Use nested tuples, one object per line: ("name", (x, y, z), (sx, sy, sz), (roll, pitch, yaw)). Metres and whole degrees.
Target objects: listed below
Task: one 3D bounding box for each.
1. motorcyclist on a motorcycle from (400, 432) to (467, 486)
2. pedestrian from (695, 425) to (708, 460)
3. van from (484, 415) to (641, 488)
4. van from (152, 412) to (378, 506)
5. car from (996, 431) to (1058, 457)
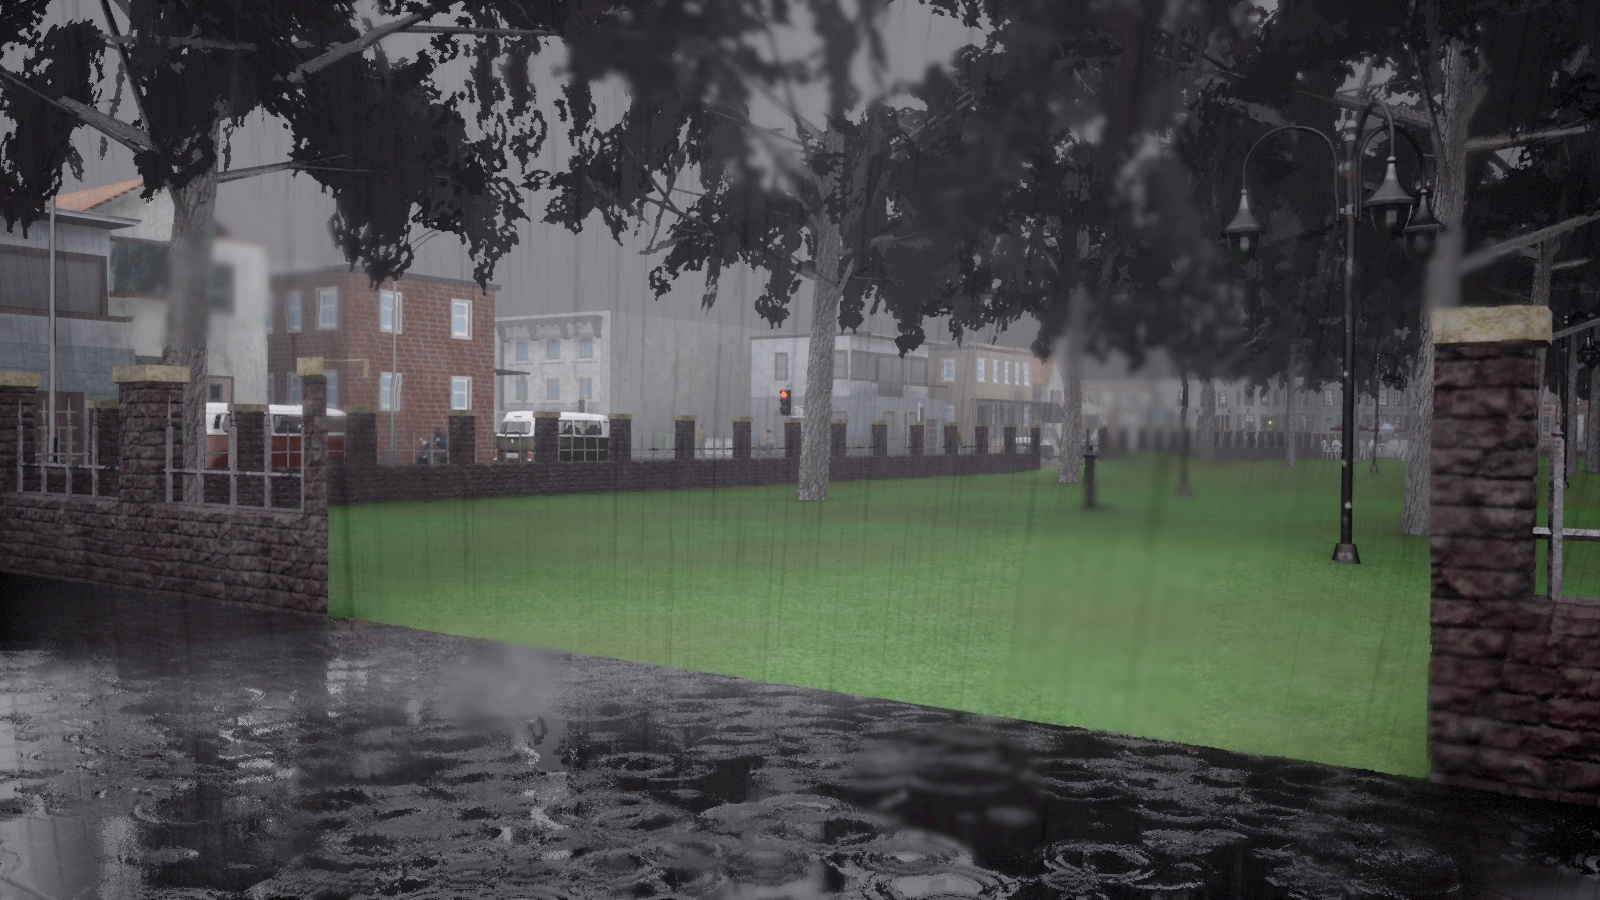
("motorcyclist on a motorcycle", (-11.224, 0.261, 38.518), (0.866, 1.590, 1.817), (0, 1, 35))
("pedestrian", (-5.225, -0.420, 66.560), (0.431, 1.840, 0.709), (-1, 1, -27))
("van", (-7.002, 0.007, 37.457), (2.069, 2.038, 4.480), (0, 1, 33))
("van", (-12.479, 0.164, 29.562), (2.069, 2.038, 4.480), (0, 1, 33))
("car", (13.397, -0.373, 73.902), (1.812, 1.442, 4.674), (0, 1, 35))
